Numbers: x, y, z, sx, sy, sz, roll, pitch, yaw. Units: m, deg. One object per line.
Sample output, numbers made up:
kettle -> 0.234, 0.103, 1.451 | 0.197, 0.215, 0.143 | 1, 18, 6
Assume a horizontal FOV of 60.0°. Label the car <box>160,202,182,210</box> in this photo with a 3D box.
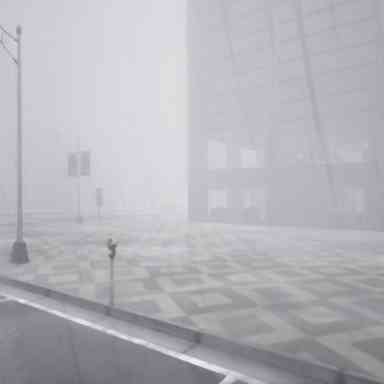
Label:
car -> -3.890, 2.571, 61.955 | 1.882, 1.535, 5.008 | -1, -1, 35
